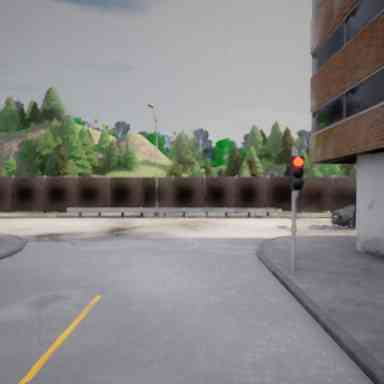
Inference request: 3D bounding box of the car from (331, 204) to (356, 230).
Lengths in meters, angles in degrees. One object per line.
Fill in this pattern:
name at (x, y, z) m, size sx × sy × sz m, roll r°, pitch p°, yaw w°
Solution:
car at (10.095, 1.344, 18.717) m, size 4.181 × 1.385 × 1.994 m, roll 0°, pitch 1°, yaw 0°
